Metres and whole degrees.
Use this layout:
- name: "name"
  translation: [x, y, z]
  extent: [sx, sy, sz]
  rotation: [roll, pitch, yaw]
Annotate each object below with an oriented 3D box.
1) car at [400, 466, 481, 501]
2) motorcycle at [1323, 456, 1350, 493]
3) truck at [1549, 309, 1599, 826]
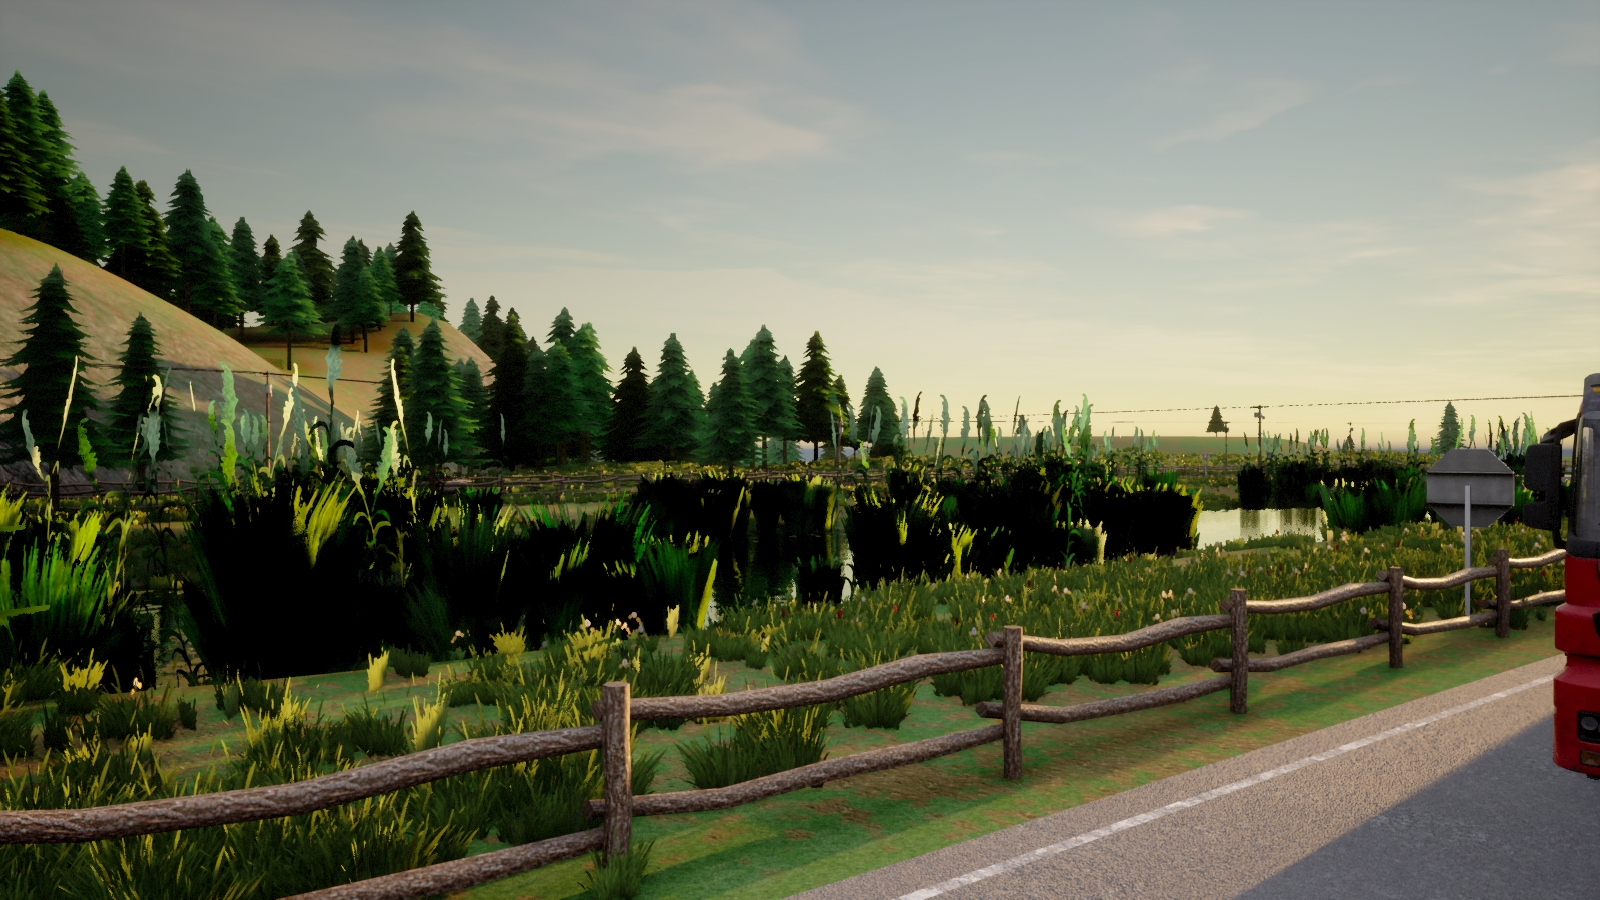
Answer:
- name: "car"
  translation: [-20.162, 1.857, 64.186]
  extent: [1.905, 1.878, 3.866]
  rotation: [0, 0, 44]
- name: "motorcycle"
  translation: [34.990, 1.577, 74.472]
  extent: [2.033, 2.348, 0.803]
  rotation: [0, 0, -39]
- name: "truck"
  translation: [9.515, 0.862, 10.948]
  extent: [2.891, 3.827, 8.468]
  rotation: [0, 0, 40]
